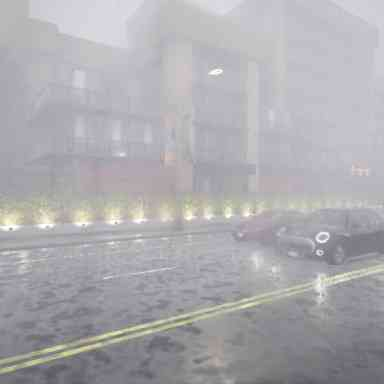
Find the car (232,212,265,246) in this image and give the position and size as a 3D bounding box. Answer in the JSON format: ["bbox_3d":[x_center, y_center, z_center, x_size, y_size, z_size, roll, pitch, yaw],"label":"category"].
[{"bbox_3d":[3.940,1.526,15.195,4.674,1.442,1.812,0,0,-35],"label":"car"}]

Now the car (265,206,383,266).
[{"bbox_3d":[5.018,1.351,11.686,4.553,1.767,2.097,0,0,-35],"label":"car"}]
